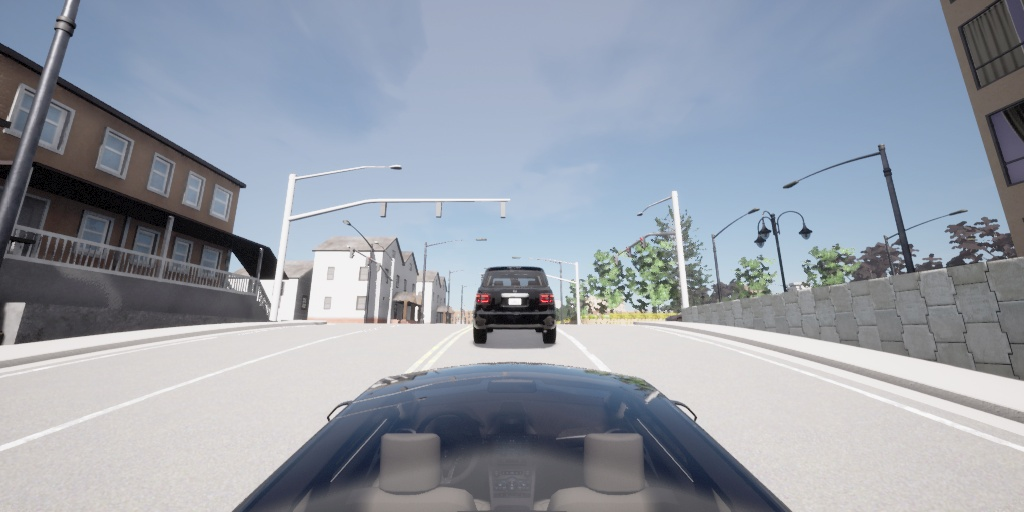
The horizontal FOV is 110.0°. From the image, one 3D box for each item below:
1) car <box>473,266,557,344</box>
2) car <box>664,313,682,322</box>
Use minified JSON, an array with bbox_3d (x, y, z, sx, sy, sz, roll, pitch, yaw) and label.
[{"bbox_3d":[0.078,1.502,11.189,2.150,2.045,5.566,0,-7,0],"label":"car"},{"bbox_3d":[15.914,5.454,31.707,4.553,1.767,2.097,0,-12,1],"label":"car"}]
